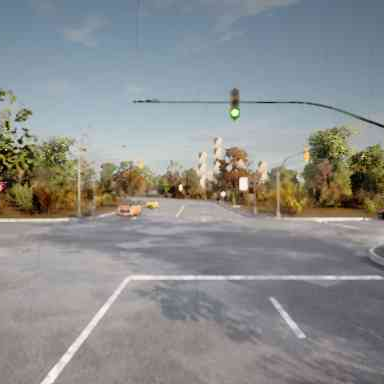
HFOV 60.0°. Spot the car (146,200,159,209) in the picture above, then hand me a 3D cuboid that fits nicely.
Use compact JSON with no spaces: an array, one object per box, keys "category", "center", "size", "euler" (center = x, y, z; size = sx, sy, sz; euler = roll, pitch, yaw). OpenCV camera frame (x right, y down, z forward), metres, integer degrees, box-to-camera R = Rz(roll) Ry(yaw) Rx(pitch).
[{"category":"car","center":[-6.941,2.135,58.351],"size":[1.882,1.535,5.008],"euler":[0,-1,0]}]

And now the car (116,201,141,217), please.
[{"category":"car","center":[-7.021,1.801,37.258],"size":[2.097,1.767,4.553],"euler":[0,-1,1]}]

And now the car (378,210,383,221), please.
[{"category":"car","center":[18.853,1.828,28.983],"size":[5.008,1.535,1.882],"euler":[0,-1,-3]}]
